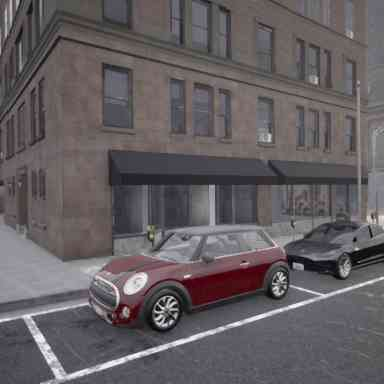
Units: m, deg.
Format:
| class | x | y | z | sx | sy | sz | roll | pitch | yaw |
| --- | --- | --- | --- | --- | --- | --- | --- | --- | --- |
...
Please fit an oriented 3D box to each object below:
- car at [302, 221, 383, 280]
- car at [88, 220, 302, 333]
| class | x | y | z | sx | sy | sz | roll | pitch | yaw |
| --- | --- | --- | --- | --- | --- | --- | --- | --- | --- |
| car | 4.530 | 1.565 | 9.922 | 4.313 | 1.339 | 1.947 | 0 | -1 | -36 |
| car | 0.057 | 1.440 | 6.712 | 4.097 | 1.590 | 1.967 | 0 | -1 | -36 |
